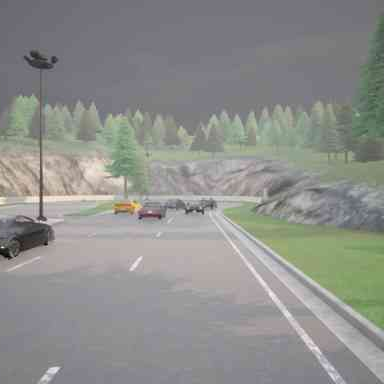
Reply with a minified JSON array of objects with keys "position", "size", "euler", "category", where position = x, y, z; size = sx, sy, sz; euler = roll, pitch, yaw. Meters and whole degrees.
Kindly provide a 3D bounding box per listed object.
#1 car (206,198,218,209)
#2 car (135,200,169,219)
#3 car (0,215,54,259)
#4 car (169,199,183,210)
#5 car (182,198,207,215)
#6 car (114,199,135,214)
[{"position":[2.212,1.489,44.502],"size":[2.128,1.511,4.902],"euler":[0,0,14],"category":"car"},{"position":[-3.350,1.562,28.740],"size":[1.994,1.385,4.181],"euler":[0,0,1],"category":"car"},{"position":[-6.899,1.563,12.596],"size":[1.994,1.385,4.181],"euler":[0,0,0],"category":"car"},{"position":[-2.102,1.545,41.885],"size":[2.033,1.411,5.357],"euler":[0,0,13],"category":"car"},{"position":[0.340,1.599,34.350],"size":[1.895,1.301,4.718],"euler":[0,0,3],"category":"car"},{"position":[-6.637,1.475,34.691],"size":[1.882,1.535,5.008],"euler":[0,0,3],"category":"car"}]
